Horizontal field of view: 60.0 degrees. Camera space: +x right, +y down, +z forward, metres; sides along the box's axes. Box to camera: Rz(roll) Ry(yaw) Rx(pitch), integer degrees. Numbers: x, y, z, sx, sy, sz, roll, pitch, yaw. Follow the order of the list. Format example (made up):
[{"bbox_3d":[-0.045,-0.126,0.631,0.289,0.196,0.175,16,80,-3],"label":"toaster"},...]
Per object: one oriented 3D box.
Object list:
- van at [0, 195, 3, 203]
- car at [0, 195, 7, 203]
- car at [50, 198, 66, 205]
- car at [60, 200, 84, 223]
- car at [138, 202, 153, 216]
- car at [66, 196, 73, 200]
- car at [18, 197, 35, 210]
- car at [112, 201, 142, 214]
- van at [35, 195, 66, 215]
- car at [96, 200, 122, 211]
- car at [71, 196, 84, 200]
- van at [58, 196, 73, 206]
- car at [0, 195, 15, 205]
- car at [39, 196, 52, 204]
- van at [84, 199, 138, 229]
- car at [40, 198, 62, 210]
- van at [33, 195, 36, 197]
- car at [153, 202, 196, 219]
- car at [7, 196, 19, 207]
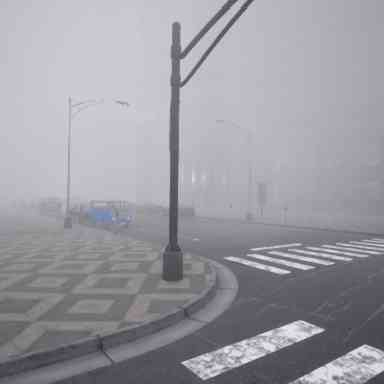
[{"bbox_3d":[-46.696,1.613,79.905,1.690,1.788,3.998,1,-1,-35],"label":"van"},{"bbox_3d":[-43.509,1.565,75.392,2.192,1.841,5.009,1,-1,-35],"label":"car"},{"bbox_3d":[-26.969,1.886,66.765,2.008,1.369,4.403,1,-1,-35],"label":"car"},{"bbox_3d":[-8.454,1.559,25.747,1.887,1.381,4.507,1,-1,-35],"label":"car"},{"bbox_3d":[-4.646,1.731,35.179,1.887,1.381,4.507,1,-1,-35],"label":"car"},{"bbox_3d":[-20.589,1.608,57.742,2.192,1.841,5.009,1,-1,-35],"label":"car"},{"bbox_3d":[-21.202,1.681,43.799,1.802,1.307,4.206,1,-1,-35],"label":"car"},{"bbox_3d":[-7.835,1.752,39.691,1.887,1.381,4.507,1,-1,-35],"label":"car"},{"bbox_3d":[-14.826,1.397,34.775,1.690,1.788,3.998,1,-1,-35],"label":"van"},{"bbox_3d":[-11.122,1.754,44.342,1.752,1.417,4.829,1,-1,-35],"label":"car"},{"bbox_3d":[-17.402,1.816,53.228,1.887,1.381,4.507,1,-1,-35],"label":"car"},{"bbox_3d":[-23.778,1.655,62.254,1.690,1.788,3.998,1,-1,-35],"label":"van"},{"bbox_3d":[-37.039,1.731,66.225,1.752,1.417,4.829,1,-1,-35],"label":"car"},{"bbox_3d":[-33.346,1.819,75.790,1.967,1.590,4.097,1,-1,-35],"label":"car"},{"bbox_3d":[-5.265,1.336,21.236,1.690,1.788,3.998,1,-1,-35],"label":"van"},{"bbox_3d":[-19.712,1.658,46.500,1.837,1.490,4.892,1,-1,-35],"label":"car"},{"bbox_3d":[-36.534,1.741,80.303,1.690,1.788,3.998,1,-1,-35],"label":"van"},{"bbox_3d":[-1.457,1.710,30.667,1.887,1.381,4.507,1,-1,-35],"label":"car"},{"bbox_3d":[-27.576,1.693,52.825,2.008,1.369,4.403,1,-1,-35],"label":"car"}]
